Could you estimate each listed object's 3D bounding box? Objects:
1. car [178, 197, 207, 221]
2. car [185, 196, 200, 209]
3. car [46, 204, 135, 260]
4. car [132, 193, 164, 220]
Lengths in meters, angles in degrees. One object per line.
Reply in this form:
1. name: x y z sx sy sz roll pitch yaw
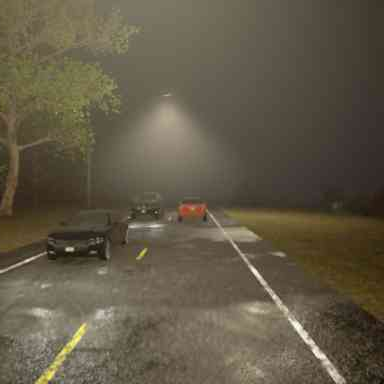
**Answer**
1. car: 0.042 1.226 25.947 2.097 1.767 4.553 0 0 0
2. car: 0.034 1.322 43.102 1.812 1.442 4.674 0 0 0
3. car: -3.605 1.417 12.311 1.882 1.535 5.008 0 0 0
4. car: -3.548 1.094 27.227 2.150 2.045 5.566 0 0 0
